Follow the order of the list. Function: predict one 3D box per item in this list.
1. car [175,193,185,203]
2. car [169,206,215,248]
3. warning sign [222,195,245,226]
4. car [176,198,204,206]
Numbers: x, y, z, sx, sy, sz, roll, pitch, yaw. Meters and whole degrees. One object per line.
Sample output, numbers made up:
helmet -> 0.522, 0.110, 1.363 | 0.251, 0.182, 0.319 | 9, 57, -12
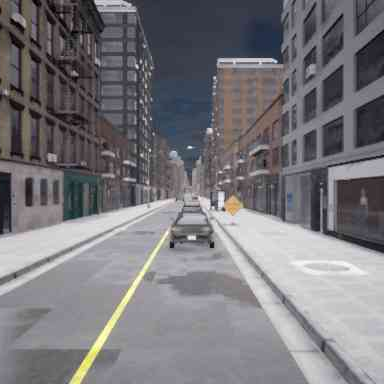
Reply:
car -> -2.750, 1.347, 75.903 | 2.150, 2.045, 5.566 | 0, 0, 0
car -> 0.000, 1.537, 14.651 | 1.812, 1.442, 4.674 | 0, 0, 0
warning sign -> 2.519, 1.125, 20.417 | 1.300, 1.860, 1.060 | 0, 0, 0
car -> 0.000, 1.524, 29.652 | 2.128, 1.511, 4.902 | 0, 0, 0
